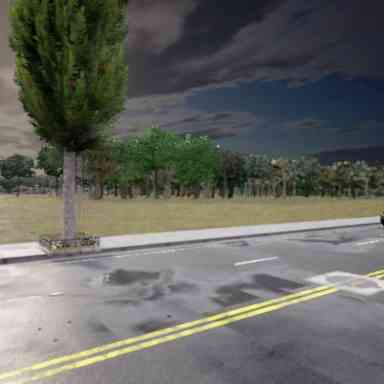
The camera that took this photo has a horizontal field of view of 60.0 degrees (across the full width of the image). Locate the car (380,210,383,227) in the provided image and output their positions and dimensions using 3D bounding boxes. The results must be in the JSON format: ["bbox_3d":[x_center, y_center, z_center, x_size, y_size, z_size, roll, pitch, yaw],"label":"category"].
[{"bbox_3d":[14.896,1.376,22.288,5.566,2.045,2.150,1,-1,-35],"label":"car"}]
